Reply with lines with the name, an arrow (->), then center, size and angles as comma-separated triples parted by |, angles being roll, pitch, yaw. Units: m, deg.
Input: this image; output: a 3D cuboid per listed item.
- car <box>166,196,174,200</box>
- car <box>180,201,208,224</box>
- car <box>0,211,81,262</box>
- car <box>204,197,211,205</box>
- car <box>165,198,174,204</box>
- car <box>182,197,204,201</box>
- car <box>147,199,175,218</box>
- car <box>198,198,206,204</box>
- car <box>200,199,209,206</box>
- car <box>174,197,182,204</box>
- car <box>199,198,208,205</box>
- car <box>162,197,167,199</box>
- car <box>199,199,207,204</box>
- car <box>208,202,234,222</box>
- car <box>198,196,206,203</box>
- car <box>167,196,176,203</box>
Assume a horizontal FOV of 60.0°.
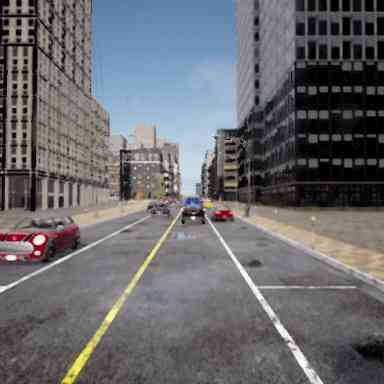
car -> -5.701, 1.984, 72.330 | 2.192, 1.841, 5.009 | 1, -1, 0
car -> 0.090, 1.757, 27.541 | 1.837, 1.490, 4.892 | 0, -1, 0
car -> -5.646, 1.555, 12.412 | 1.967, 1.590, 4.097 | 1, -1, 0
car -> 2.682, 2.044, 56.214 | 1.752, 1.417, 4.829 | 1, -1, 0
car -> -5.710, 2.315, 83.219 | 1.887, 1.381, 4.507 | 1, -1, 0
car -> 0.081, 1.632, 44.329 | 2.150, 2.045, 5.566 | 0, 0, 0
car -> -3.106, 1.819, 34.165 | 1.837, 1.490, 4.892 | 0, -1, 0
car -> 2.668, 2.388, 88.680 | 1.947, 1.339, 4.313 | 1, -1, 0
car -> 2.675, 2.214, 72.362 | 1.887, 1.381, 4.507 | 1, -1, 0
car -> -3.031, 2.038, 76.545 | 1.812, 1.442, 4.674 | 0, -1, 0
car -> 2.673, 2.247, 77.972 | 1.752, 1.417, 4.829 | 1, -1, 0
car -> -5.699, 2.061, 55.991 | 1.887, 1.381, 4.507 | 1, -1, 0
car -> 2.670, 2.337, 83.241 | 1.947, 1.339, 4.313 | 1, -1, 0
car -> 2.692, 1.852, 29.272 | 1.802, 1.307, 4.206 | 1, -1, 0
car -> 2.744, 2.188, 94.118 | 2.192, 1.841, 5.009 | 1, -1, 0
car -> -5.783, 2.188, 94.109 | 2.192, 1.841, 5.009 | 1, -1, 0
